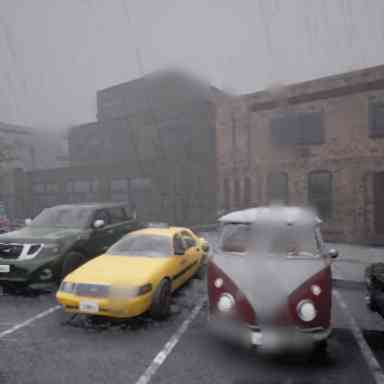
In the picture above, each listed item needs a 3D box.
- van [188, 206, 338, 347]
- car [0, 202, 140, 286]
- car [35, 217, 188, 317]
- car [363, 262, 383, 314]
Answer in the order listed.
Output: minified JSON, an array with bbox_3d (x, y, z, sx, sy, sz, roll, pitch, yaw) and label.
[{"bbox_3d":[1.486,1.284,6.264,1.878,1.987,4.442,0,-1,16],"label":"van"},{"bbox_3d":[-3.276,1.329,9.760,2.435,2.045,5.566,-1,-1,15],"label":"car"},{"bbox_3d":[-0.925,1.539,7.900,1.946,1.575,5.366,0,-1,15],"label":"car"},{"bbox_3d":[3.906,1.508,4.697,2.163,1.488,4.792,-1,-1,16],"label":"car"}]
